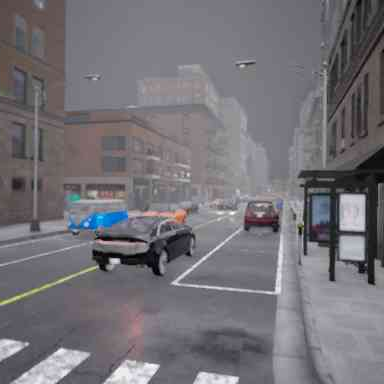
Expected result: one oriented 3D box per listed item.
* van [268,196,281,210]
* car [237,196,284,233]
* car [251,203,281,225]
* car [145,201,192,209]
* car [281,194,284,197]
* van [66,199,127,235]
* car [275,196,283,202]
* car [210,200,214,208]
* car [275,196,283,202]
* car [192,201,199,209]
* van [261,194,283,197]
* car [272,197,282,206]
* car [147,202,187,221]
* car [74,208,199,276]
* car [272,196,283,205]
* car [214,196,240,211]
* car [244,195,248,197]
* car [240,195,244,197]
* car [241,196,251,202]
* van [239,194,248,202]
[{"bbox_3d":[11.598,1.506,46.655,1.690,1.788,3.998,1,0,16],"label":"van"},{"bbox_3d":[4.367,1.393,20.608,2.192,1.841,5.009,1,0,16],"label":"car"},{"bbox_3d":[5.810,1.646,25.817,2.008,1.369,4.403,1,0,16],"label":"car"},{"bbox_3d":[-1.812,1.346,19.124,2.097,1.767,4.553,1,0,16],"label":"car"},{"bbox_3d":[10.152,1.463,41.445,2.192,1.841,5.009,1,0,16],"label":"car"},{"bbox_3d":[-4.899,1.294,17.576,1.690,1.788,3.998,1,0,16],"label":"van"},{"bbox_3d":[23.163,1.854,88.328,2.008,1.369,4.403,1,0,16],"label":"car"},{"bbox_3d":[3.767,1.582,48.659,1.752,1.417,4.829,1,0,16],"label":"car"},{"bbox_3d":[21.763,1.812,83.282,1.752,1.417,4.829,1,0,16],"label":"car"},{"bbox_3d":[-0.545,1.550,33.199,1.887,1.381,4.507,1,0,16],"label":"car"},{"bbox_3d":[8.705,1.472,36.236,1.690,1.788,3.998,1,0,16],"label":"van"},{"bbox_3d":[15.979,1.742,62.446,1.752,1.417,4.829,1,0,16],"label":"car"},{"bbox_3d":[-1.997,1.554,27.991,1.947,1.339,4.313,1,0,16],"label":"car"},{"bbox_3d":[-1.254,1.497,10.516,2.128,1.511,4.902,1,0,16],"label":"car"},{"bbox_3d":[17.380,1.674,67.491,1.967,1.590,4.097,1,0,16],"label":"car"},{"bbox_3d":[4.495,1.576,41.529,1.837,1.490,4.892,1,0,16],"label":"car"},{"bbox_3d":[11.073,1.726,74.859,1.802,1.307,4.206,1,0,16],"label":"car"},{"bbox_3d":[8.172,1.424,64.444,2.192,1.841,5.009,1,0,16],"label":"car"},{"bbox_3d":[13.978,1.730,85.274,2.008,1.369,4.403,1,0,16],"label":"car"},{"bbox_3d":[12.528,1.503,80.066,1.690,1.788,3.998,1,0,16],"label":"van"}]
